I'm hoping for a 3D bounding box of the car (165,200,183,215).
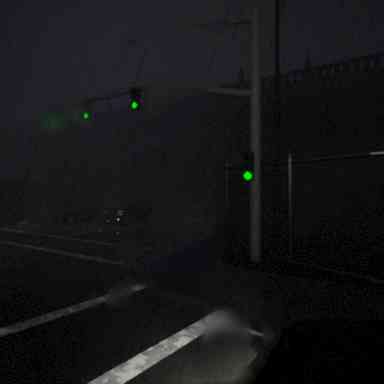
[{"bbox_3d":[-2.600,1.547,33.060,1.882,1.535,5.008,0,0,35],"label":"car"}]

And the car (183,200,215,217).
[{"bbox_3d":[1.560,1.544,32.868,1.882,1.535,5.008,0,0,35],"label":"car"}]

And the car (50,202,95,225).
[{"bbox_3d":[-8.206,1.547,25.180,1.882,1.535,5.008,0,0,35],"label":"car"}]

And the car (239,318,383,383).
[{"bbox_3d":[2.912,1.546,1.890,5.357,1.411,2.033,0,0,36],"label":"car"}]

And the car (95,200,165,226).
[{"bbox_3d":[-4.421,1.419,24.461,2.097,1.767,4.553,0,0,35],"label":"car"}]
